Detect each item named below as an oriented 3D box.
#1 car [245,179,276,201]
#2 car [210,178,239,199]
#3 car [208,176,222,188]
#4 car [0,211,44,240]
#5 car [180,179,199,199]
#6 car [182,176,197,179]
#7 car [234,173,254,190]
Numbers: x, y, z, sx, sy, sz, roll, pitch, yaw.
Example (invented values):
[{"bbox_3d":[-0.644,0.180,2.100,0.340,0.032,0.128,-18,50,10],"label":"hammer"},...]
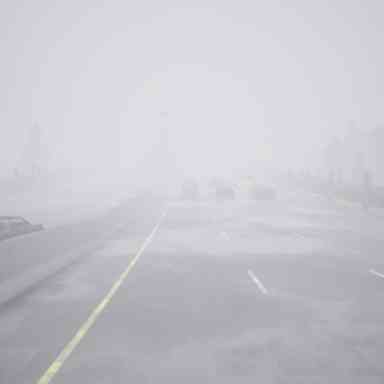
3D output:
[{"bbox_3d":[6.807,-0.043,32.634,1.882,1.535,5.008,0,7,0],"label":"car"},{"bbox_3d":[3.298,-0.257,34.508,1.882,1.535,5.008,0,7,0],"label":"car"},{"bbox_3d":[3.220,-1.465,44.891,1.882,1.535,5.008,0,7,0],"label":"car"},{"bbox_3d":[-7.208,1.562,11.877,1.895,1.301,4.718,0,2,0],"label":"car"},{"bbox_3d":[-0.257,-0.139,34.096,2.033,1.411,5.357,0,7,0],"label":"car"},{"bbox_3d":[-0.332,-1.428,44.576,1.882,1.535,5.008,0,7,0],"label":"car"},{"bbox_3d":[6.649,-1.450,42.557,2.150,2.045,5.566,0,7,0],"label":"car"}]
